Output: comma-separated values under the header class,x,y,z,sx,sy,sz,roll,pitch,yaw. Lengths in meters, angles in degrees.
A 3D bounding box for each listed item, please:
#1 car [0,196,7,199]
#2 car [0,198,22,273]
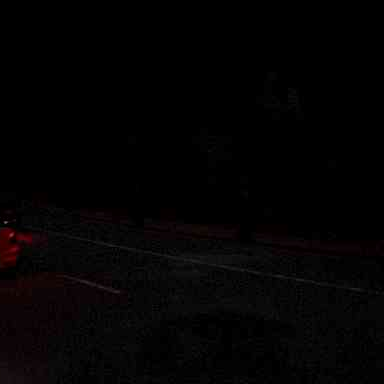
class,x,y,z,sx,sy,sz,roll,pitch,yaw
car,-9.704,0.854,15.239,4.892,1.490,1.837,5,3,35
car,-6.477,1.079,8.627,4.553,1.767,2.097,3,2,36
